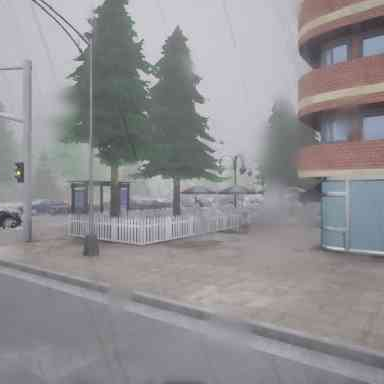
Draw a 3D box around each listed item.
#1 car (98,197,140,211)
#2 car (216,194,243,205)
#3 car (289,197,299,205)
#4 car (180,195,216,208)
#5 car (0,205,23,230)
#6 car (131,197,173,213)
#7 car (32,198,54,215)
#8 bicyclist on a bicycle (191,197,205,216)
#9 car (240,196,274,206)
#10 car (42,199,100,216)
[{"bbox_3d":[-8.832,1.422,40.636,1.882,1.535,5.008,0,0,38],"label":"car"},{"bbox_3d":[6.058,1.166,54.934,5.566,2.045,2.150,0,0,-31],"label":"car"},{"bbox_3d":[16.280,1.443,48.236,4.892,1.490,1.837,2,-1,-24],"label":"car"},{"bbox_3d":[0.830,1.508,46.488,4.181,1.385,1.994,0,0,-43],"label":"car"},{"bbox_3d":[-11.963,1.441,18.330,2.128,1.511,4.902,0,0,36],"label":"car"},{"bbox_3d":[-3.873,1.545,35.478,1.895,1.301,4.718,0,0,36],"label":"car"},{"bbox_3d":[-14.551,1.422,32.967,1.882,1.535,5.008,0,0,36],"label":"car"},{"bbox_3d":[0.434,1.245,27.308,1.656,1.620,0.582,0,0,36],"label":"bicyclist on a bicycle"},{"bbox_3d":[9.890,1.545,48.957,4.718,1.301,1.895,0,0,-32],"label":"car"},{"bbox_3d":[-11.254,1.545,31.572,1.895,1.301,4.718,0,0,36],"label":"car"}]
